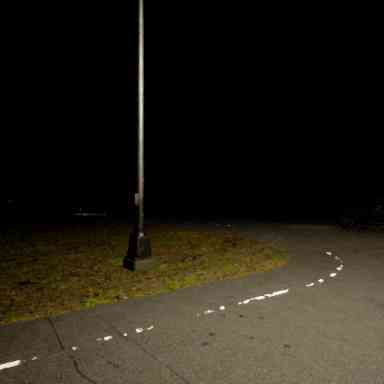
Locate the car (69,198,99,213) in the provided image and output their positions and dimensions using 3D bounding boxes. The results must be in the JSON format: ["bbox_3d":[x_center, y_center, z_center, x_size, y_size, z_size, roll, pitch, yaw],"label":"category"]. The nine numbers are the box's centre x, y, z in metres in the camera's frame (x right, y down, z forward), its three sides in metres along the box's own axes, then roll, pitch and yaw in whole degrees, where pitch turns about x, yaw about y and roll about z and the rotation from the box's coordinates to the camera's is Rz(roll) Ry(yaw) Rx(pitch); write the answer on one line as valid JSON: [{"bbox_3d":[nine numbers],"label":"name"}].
[{"bbox_3d":[-15.546,1.942,46.734,2.150,2.045,5.566,3,-3,-36],"label":"car"}]

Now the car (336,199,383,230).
[{"bbox_3d":[11.918,1.459,20.723,2.150,2.045,5.566,3,-3,-36],"label":"car"}]

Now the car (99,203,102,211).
[{"bbox_3d":[-18.719,2.620,62.999,2.097,1.767,4.553,3,-3,-36],"label":"car"}]
